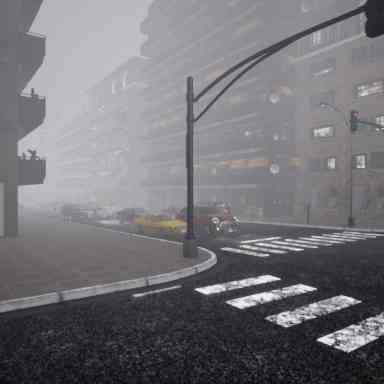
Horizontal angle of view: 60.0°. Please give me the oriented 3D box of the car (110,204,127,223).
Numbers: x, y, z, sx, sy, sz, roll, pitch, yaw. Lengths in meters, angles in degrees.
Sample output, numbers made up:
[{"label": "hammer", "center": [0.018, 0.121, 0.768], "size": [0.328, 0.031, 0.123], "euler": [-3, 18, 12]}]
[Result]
[{"label": "car", "center": [-4.724, 2.003, 28.258], "size": [2.033, 1.411, 5.357], "euler": [0, -1, -36]}]

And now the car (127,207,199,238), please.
[{"label": "car", "center": [-1.871, 1.833, 19.907], "size": [1.752, 1.417, 4.829], "euler": [-1, 0, -36]}]

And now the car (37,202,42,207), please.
[{"label": "car", "center": [-35.218, 3.049, 79.975], "size": [1.887, 1.381, 4.507], "euler": [-1, 0, -36]}]

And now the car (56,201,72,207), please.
[{"label": "car", "center": [-16.184, 2.332, 44.091], "size": [1.812, 1.442, 4.674], "euler": [0, -1, -36]}]

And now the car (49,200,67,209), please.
[{"label": "car", "center": [-28.563, 2.623, 70.813], "size": [2.192, 1.841, 5.009], "euler": [-1, 0, -36]}]

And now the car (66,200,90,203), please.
[{"label": "car", "center": [-18.127, 2.441, 52.136], "size": [1.837, 1.490, 4.892], "euler": [0, -1, -36]}]

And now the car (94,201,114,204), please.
[{"label": "car", "center": [-12.449, 2.290, 49.514], "size": [1.801, 1.575, 5.366], "euler": [0, -1, -36]}]

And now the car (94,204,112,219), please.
[{"label": "car", "center": [-10.316, 2.228, 35.962], "size": [1.895, 1.301, 4.718], "euler": [0, -1, -36]}]

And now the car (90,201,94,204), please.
[{"label": "car", "center": [-16.467, 2.307, 54.978], "size": [2.097, 1.767, 4.553], "euler": [0, -1, -36]}]

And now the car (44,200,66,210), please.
[{"label": "car", "center": [-25.240, 2.506, 62.035], "size": [2.097, 1.767, 4.553], "euler": [0, -1, -40]}]

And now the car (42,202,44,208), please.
[{"label": "car", "center": [-31.887, 2.973, 75.393], "size": [1.947, 1.339, 4.313], "euler": [-1, 0, -36]}]

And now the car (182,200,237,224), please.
[{"label": "car", "center": [1.408, 1.713, 29.585], "size": [2.192, 1.841, 5.009], "euler": [-1, 0, -36]}]

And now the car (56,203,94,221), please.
[{"label": "car", "center": [-11.962, 2.163, 33.788], "size": [1.887, 1.381, 4.507], "euler": [-1, 0, -36]}]

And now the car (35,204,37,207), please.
[{"label": "car", "center": [-38.543, 3.168, 84.558], "size": [1.947, 1.339, 4.313], "euler": [-1, 0, -36]}]

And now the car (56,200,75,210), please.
[{"label": "car", "center": [-25.233, 2.524, 66.231], "size": [2.192, 1.841, 5.009], "euler": [-1, 0, -36]}]

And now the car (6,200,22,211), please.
[{"label": "car", "center": [-35.279, 2.639, 65.855], "size": [2.192, 1.841, 5.009], "euler": [-1, 0, -36]}]

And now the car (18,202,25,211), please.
[{"label": "car", "center": [-31.944, 2.770, 61.275], "size": [1.887, 1.381, 4.507], "euler": [-1, 0, -36]}]

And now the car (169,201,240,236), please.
[{"label": "car", "center": [0.858, 1.635, 20.593], "size": [2.097, 1.767, 4.553], "euler": [0, -1, -36]}]
